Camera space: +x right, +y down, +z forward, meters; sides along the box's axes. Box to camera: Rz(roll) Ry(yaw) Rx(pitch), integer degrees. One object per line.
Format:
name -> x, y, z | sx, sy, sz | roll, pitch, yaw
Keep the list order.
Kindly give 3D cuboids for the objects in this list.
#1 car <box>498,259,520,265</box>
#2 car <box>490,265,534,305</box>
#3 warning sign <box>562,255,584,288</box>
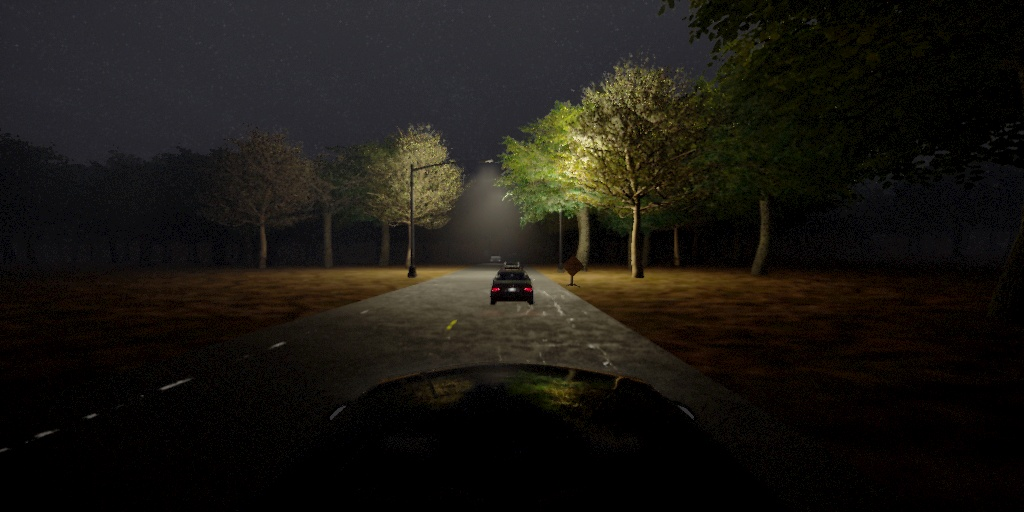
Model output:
car -> 0.000, 1.237, 30.982 | 1.837, 1.490, 4.892 | 0, 0, 0
car -> 0.000, 1.313, 15.960 | 2.033, 1.411, 5.357 | 0, 0, 0
warning sign -> 3.550, 0.862, 21.358 | 1.300, 1.860, 1.060 | 0, 0, 0
